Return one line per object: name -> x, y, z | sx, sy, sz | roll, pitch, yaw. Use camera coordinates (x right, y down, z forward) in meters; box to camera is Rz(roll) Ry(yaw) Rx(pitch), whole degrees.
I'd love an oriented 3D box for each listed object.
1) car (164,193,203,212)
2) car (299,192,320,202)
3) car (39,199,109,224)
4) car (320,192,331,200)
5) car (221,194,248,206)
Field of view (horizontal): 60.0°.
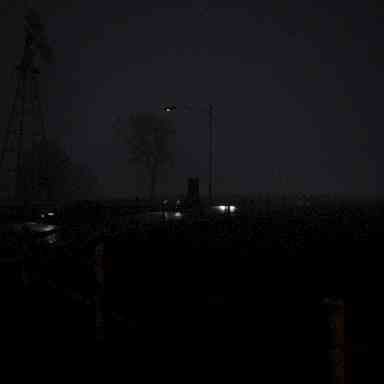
car -> -0.822, 0.935, 32.884 | 2.097, 1.767, 4.553 | 1, 2, 35
car -> 18.947, 0.800, 54.370 | 1.812, 1.442, 4.674 | 1, 2, 35
car -> -7.964, 1.253, 22.824 | 1.837, 1.490, 4.892 | 1, 1, 35
car -> 24.746, 0.710, 62.554 | 1.994, 1.385, 4.181 | 1, 1, 36
car -> 5.335, 1.008, 41.567 | 1.994, 1.385, 4.181 | 1, 1, 35
